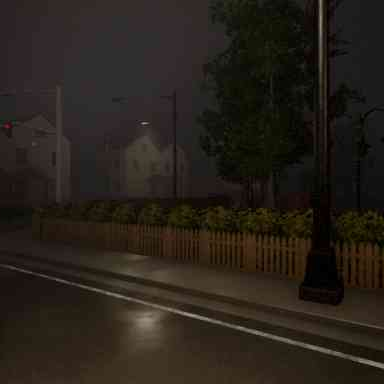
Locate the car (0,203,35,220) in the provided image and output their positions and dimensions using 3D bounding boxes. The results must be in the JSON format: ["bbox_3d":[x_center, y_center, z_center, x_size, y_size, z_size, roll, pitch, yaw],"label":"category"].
[{"bbox_3d":[-15.176,1.563,27.330,1.994,1.385,4.181,0,0,35],"label":"car"}]

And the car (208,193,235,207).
[{"bbox_3d":[4.256,1.221,48.838,2.150,2.045,5.566,0,0,35],"label":"car"}]
